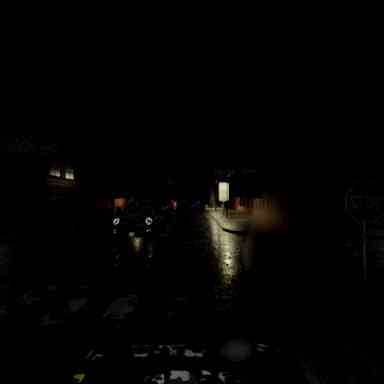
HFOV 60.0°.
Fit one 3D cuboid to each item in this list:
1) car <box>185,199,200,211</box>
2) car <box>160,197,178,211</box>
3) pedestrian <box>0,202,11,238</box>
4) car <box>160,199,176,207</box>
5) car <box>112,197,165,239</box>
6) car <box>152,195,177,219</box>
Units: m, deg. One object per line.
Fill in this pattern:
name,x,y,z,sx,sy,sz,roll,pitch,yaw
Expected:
car,0.051,1.668,44.982,1.882,1.535,5.008,0,-1,0
car,-2.988,1.529,43.489,2.097,1.767,4.553,0,-1,-1
pedestrian,-9.679,1.412,17.025,0.375,1.860,0.375,0,-1,1
car,-4.432,1.955,60.014,1.895,1.301,4.718,1,-1,-16
car,-2.870,1.396,17.950,2.097,1.767,4.553,-1,0,0
car,-2.864,1.299,30.681,2.150,2.045,5.566,0,0,1
